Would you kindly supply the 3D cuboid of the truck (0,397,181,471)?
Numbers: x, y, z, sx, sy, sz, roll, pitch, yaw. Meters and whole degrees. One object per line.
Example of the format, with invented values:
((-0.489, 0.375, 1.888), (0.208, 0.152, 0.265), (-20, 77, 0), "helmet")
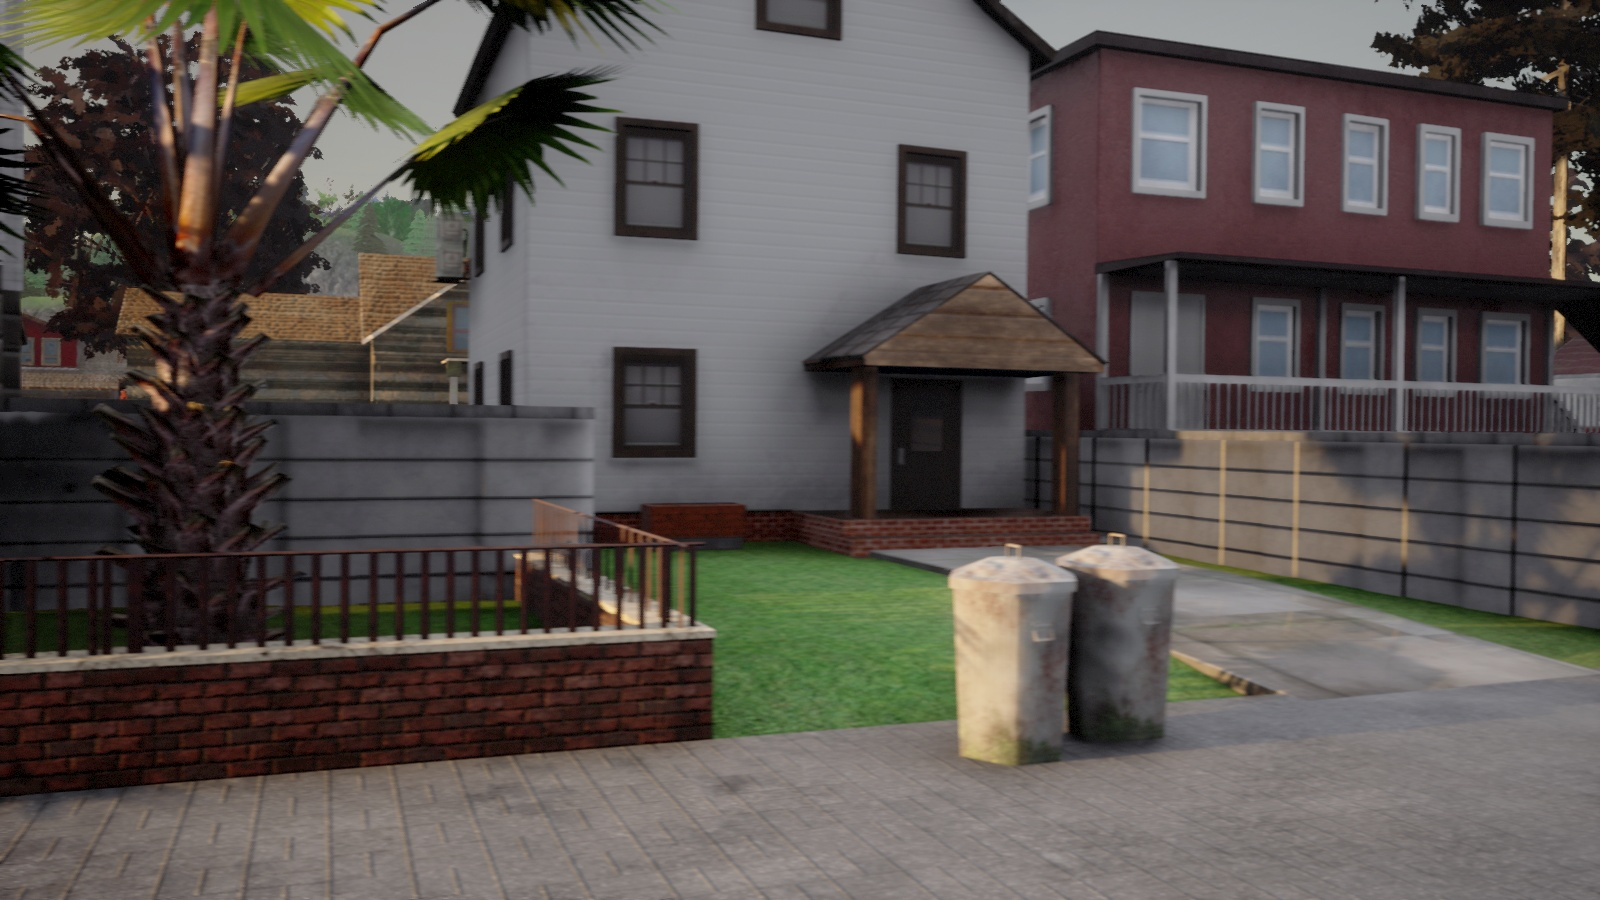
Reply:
((-34.714, -0.804, 61.102), (7.936, 3.462, 2.891), (-1, 1, -21), "truck")
